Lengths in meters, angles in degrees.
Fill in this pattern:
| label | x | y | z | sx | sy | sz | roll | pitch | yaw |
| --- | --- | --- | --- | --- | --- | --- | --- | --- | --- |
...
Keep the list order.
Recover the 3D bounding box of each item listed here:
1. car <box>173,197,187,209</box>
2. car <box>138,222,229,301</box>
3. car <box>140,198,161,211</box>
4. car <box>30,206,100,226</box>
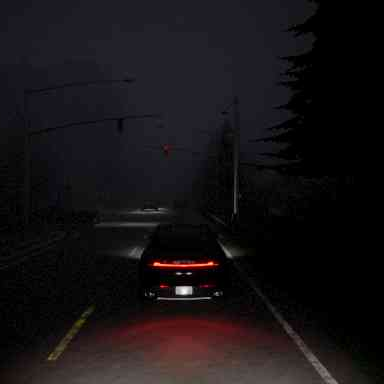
| label | x | y | z | sx | sy | sz | roll | pitch | yaw |
| --- | --- | --- | --- | --- | --- | --- | --- | --- | --- |
| car | -1.653 | 1.477 | 46.399 | 1.882 | 1.535 | 5.008 | 0 | 0 | -3 |
| car | -0.218 | 1.505 | 8.343 | 1.837 | 1.490 | 4.892 | 0 | 0 | -2 |
| car | -5.137 | 1.526 | 40.655 | 1.812 | 1.442 | 4.674 | 0 | 0 | -3 |
| car | -8.850 | 1.587 | 22.945 | 4.718 | 1.301 | 1.895 | 0 | 0 | 2 |
